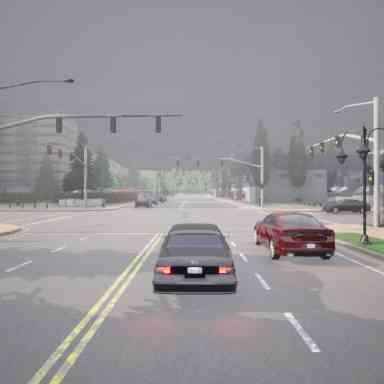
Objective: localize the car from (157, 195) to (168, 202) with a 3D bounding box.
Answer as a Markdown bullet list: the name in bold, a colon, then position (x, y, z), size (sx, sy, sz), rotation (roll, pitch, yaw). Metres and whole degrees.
- **car**: position (-6.842, 1.540, 78.186), size (2.033, 1.411, 5.357), rotation (0, 0, 0)

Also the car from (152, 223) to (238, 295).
- **car**: position (0.078, 1.547, 8.887), size (2.033, 1.411, 5.357), rotation (0, 0, 1)

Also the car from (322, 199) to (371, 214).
- **car**: position (16.256, 1.505, 35.146), size (4.892, 1.490, 1.837), rotation (0, 0, -1)

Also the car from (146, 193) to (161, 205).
- **car**: position (-6.947, 1.477, 57.672), size (1.882, 1.535, 5.008), rotation (0, 0, 0)

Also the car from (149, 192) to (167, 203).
- **car**: position (-6.875, 1.221, 67.571), size (2.150, 2.045, 5.566), rotation (0, 0, 0)

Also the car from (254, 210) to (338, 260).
- **car**: position (3.605, 1.478, 12.507), size (1.882, 1.535, 5.008), rotation (0, 0, 0)

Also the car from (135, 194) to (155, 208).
- **car**: position (-6.981, 1.477, 48.096), size (1.882, 1.535, 5.008), rotation (0, 0, 0)
